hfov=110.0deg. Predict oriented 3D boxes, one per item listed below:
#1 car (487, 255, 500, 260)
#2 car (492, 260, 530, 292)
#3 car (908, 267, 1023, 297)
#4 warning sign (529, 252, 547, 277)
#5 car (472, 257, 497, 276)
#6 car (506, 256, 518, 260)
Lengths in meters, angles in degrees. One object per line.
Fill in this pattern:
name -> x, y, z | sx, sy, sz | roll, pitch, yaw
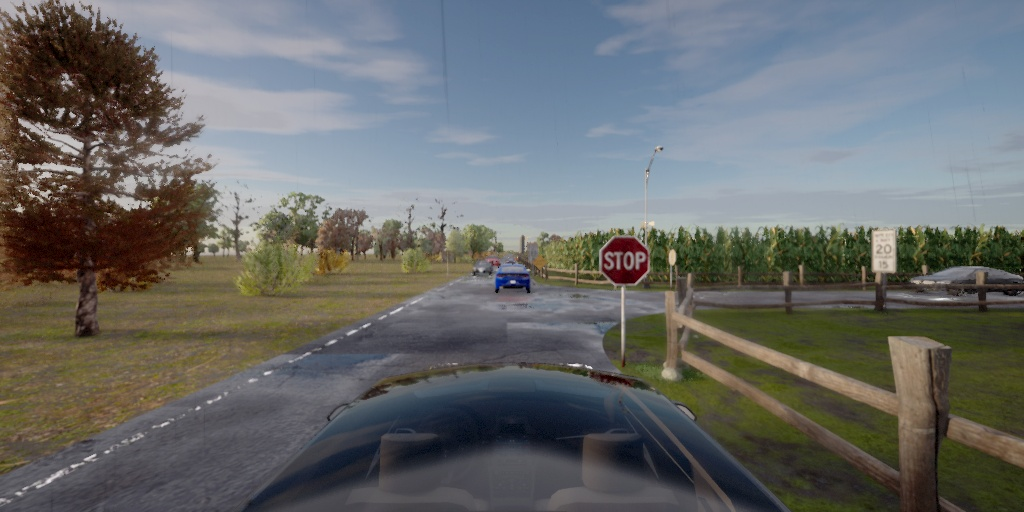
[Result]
car -> -3.000, 0.862, 55.319 | 2.150, 2.045, 5.566 | 0, 0, 0
car -> 0.038, 1.198, 21.024 | 1.882, 1.535, 5.008 | 0, 0, 0
car -> 23.400, 1.283, 18.495 | 4.674, 1.442, 1.812 | 0, 0, -1
warning sign -> 2.357, 0.817, 30.568 | 1.300, 1.860, 1.060 | 0, 0, 0
car -> -2.960, 1.180, 37.026 | 2.128, 1.511, 4.902 | 0, 0, 0
car -> -0.196, 1.140, 62.587 | 1.812, 1.442, 4.674 | 0, 0, 0
